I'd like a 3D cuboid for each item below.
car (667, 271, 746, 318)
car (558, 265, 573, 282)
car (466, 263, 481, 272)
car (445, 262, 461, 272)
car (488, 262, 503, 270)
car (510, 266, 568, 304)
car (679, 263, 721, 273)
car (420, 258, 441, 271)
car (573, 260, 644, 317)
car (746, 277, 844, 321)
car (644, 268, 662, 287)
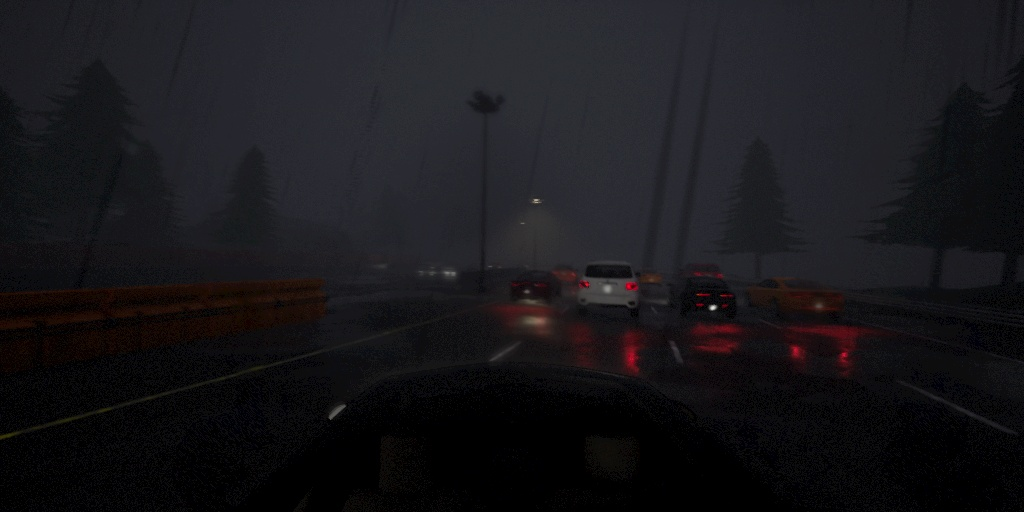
[{"bbox_3d":[7.701,1.569,14.820,1.837,1.490,4.892,1,0,17],"label":"car"},{"bbox_3d":[4.765,1.568,31.929,2.097,1.767,4.553,1,-1,11],"label":"car"},{"bbox_3d":[-6.156,1.885,59.080,2.033,1.411,5.357,1,-1,3],"label":"car"},{"bbox_3d":[-9.692,1.762,59.309,2.128,1.511,4.902,1,-1,3],"label":"car"},{"bbox_3d":[-2.692,1.763,59.462,2.097,1.767,4.553,1,-1,3],"label":"car"},{"bbox_3d":[1.372,1.457,18.107,1.882,1.535,5.008,1,0,16],"label":"car"},{"bbox_3d":[14.814,1.595,28.581,2.150,2.045,5.566,1,0,12],"label":"car"},{"bbox_3d":[-13.219,1.415,58.731,2.150,2.045,5.566,1,0,3],"label":"car"},{"bbox_3d":[4.053,1.214,14.784,2.150,2.045,5.566,1,0,17],"label":"car"},{"bbox_3d":[11.341,1.611,14.802,1.882,1.535,5.008,1,0,16],"label":"car"},{"bbox_3d":[11.834,1.829,31.619,1.882,1.535,5.008,1,0,11],"label":"car"}]
